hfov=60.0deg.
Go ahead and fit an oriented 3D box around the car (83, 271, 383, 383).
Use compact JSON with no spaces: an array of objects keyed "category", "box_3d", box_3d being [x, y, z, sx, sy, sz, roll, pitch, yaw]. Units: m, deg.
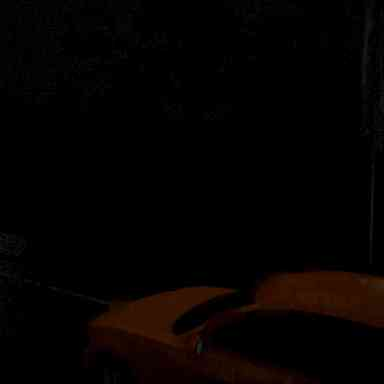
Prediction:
[{"category":"car","box_3d":[1.125,1.481,2.883,5.008,1.535,1.882,-1,0,35]}]
